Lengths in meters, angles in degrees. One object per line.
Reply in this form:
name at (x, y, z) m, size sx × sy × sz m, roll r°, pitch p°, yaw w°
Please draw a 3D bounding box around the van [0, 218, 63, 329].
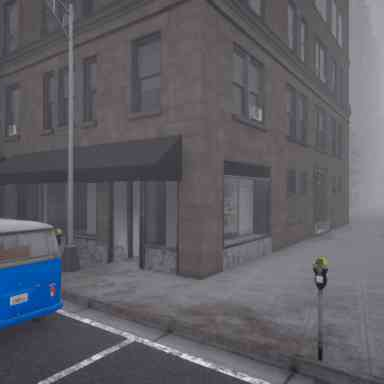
van at (-4.055, 1.340, 5.973) m, size 3.998 × 1.788 × 1.690 m, roll 0°, pitch 0°, yaw 36°
